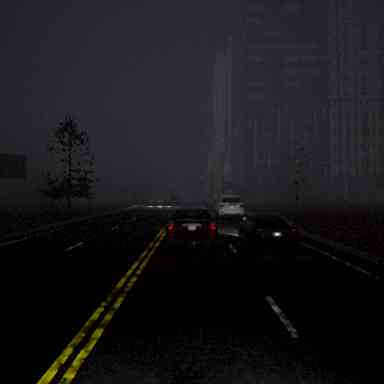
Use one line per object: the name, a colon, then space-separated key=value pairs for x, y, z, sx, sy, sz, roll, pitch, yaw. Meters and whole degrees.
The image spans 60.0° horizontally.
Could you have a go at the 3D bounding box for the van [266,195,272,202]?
van: x=19.186 y=1.641 z=76.794 sx=3.998 sy=1.788 sz=1.690 roll=0 pitch=-2 yaw=-1

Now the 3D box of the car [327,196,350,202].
car: x=30.566 y=1.556 z=68.906 sx=4.206 sy=1.307 sz=1.802 roll=0 pitch=-2 yaw=-1

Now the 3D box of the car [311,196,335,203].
car: x=30.204 y=1.771 z=76.925 sx=4.829 sy=1.417 sz=1.752 roll=0 pitch=-2 yaw=-1

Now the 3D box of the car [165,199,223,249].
car: x=0.000 y=1.384 z=14.668 sx=2.097 sy=1.767 sz=4.553 roll=0 pitch=0 yaw=0

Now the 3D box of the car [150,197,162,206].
car: x=-6.501 y=1.704 z=60.679 sx=1.882 sy=1.535 sz=5.008 roll=0 pitch=0 yaw=0

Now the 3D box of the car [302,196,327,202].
car: x=24.981 y=1.441 z=68.841 sx=4.097 sy=1.590 sz=1.967 roll=0 pitch=-2 yaw=-1

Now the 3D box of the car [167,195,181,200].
car: x=-3.251 y=1.518 z=60.653 sx=2.150 sy=2.045 sz=5.566 roll=0 pitch=0 yaw=0

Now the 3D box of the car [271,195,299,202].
car: x=19.567 y=1.553 z=68.772 sx=4.829 sy=1.417 sz=1.752 roll=0 pitch=-2 yaw=-1

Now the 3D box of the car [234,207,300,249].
car: x=3.250 y=1.590 z=14.696 sx=1.994 sy=1.385 sz=4.181 roll=0 pitch=0 yaw=0

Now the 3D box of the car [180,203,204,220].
car: x=0.000 y=1.676 z=29.735 sx=1.895 sy=1.301 sz=4.718 roll=0 pitch=0 yaw=0

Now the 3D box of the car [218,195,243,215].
car: x=3.250 y=1.318 z=29.738 sx=2.150 sy=2.045 sz=5.566 roll=0 pitch=0 yaw=0
